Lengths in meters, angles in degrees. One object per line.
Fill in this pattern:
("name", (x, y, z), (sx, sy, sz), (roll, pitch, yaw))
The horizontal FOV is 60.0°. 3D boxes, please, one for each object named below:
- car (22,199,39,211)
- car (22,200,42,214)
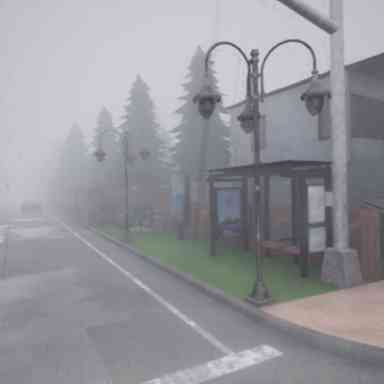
("car", (-22.991, 1.789, 47.373), (2.033, 1.411, 5.357), (-1, 0, -27))
("car", (-18.253, 1.668, 38.009), (1.882, 1.535, 5.008), (-1, 0, -27))
